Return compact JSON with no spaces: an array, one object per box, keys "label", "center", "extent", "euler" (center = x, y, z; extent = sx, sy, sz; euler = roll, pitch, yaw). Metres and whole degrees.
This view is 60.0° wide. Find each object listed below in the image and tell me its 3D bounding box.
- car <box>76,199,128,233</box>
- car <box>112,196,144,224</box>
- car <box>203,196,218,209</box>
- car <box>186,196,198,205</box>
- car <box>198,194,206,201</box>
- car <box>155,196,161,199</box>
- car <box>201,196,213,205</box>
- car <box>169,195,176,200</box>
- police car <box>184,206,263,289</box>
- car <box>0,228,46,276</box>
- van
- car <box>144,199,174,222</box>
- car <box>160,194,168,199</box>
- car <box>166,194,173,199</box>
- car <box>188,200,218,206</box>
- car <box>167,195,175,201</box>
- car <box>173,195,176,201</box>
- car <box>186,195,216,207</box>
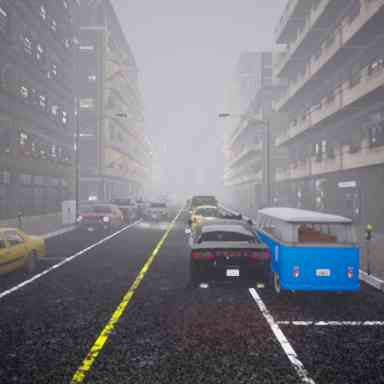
[{"label":"car","center":[-5.305,1.442,19.454],"extent":[1.967,1.590,4.097],"euler":[1,0,0]},{"label":"car","center":[-5.303,1.318,25.003],"extent":[2.192,1.841,5.009],"euler":[1,0,0]},{"label":"car","center":[2.574,1.443,47.220],"extent":[1.967,1.590,4.097],"euler":[1,0,0]},{"label":"car","center":[-0.002,1.480,59.284],"extent":[1.882,1.535,5.008],"euler":[0,0,0]},{"label":"car","center":[2.572,1.439,86.064],"extent":[1.967,1.590,4.097],"euler":[1,0,0]},{"label":"car","center":[-5.307,1.585,41.650],"extent":[1.802,1.307,4.206],"euler":[1,0,0]},{"label":"car","center":[2.573,1.528,58.488],"extent":[1.752,1.417,4.829],"euler":[1,0,0]},{"label":"car","center":[-5.310,1.580,91.591],"extent":[1.802,1.307,4.206],"euler":[1,0,0]},{"label":"police car","center":[0.826,1.426,9.286],"extent":[1.930,1.638,5.238],"euler":[0,0,0]},{"label":"car","center":[-5.305,1.526,8.186],"extent":[1.752,1.417,4.829],"euler":[1,0,0]},{"label":"van","center":[2.577,1.342,8.376],"extent":[1.690,1.788,3.998],"euler":[1,0,0]},{"label":"car","center":[-2.750,1.528,26.882],"extent":[1.812,1.442,4.674],"euler":[0,0,0]},{"label":"car","center":[-5.307,1.528,52.578],"extent":[1.752,1.417,4.829],"euler":[1,0,0]},{"label":"car","center":[-5.305,1.317,63.846],"extent":[2.192,1.841,5.009],"euler":[1,0,0]},{"label":"car","center":[0.825,1.457,19.367],"extent":[1.801,1.575,5.366],"euler":[0,0,0]},{"label":"car","center":[-5.310,1.581,86.042],"extent":[1.802,1.307,4.206],"euler":[1,0,0]},{"label":"car","center":[-5.309,1.551,74.944],"extent":[2.008,1.369,4.403],"euler":[1,0,0]},{"label":"car","center":[0.825,1.228,25.208],"extent":[2.150,2.045,5.566],"euler":[0,0,0]}]
